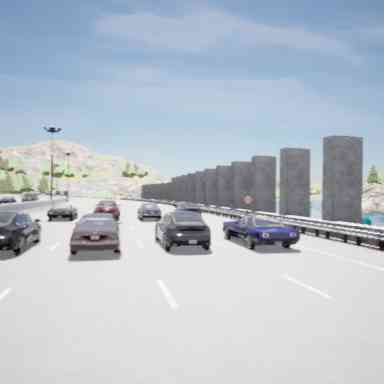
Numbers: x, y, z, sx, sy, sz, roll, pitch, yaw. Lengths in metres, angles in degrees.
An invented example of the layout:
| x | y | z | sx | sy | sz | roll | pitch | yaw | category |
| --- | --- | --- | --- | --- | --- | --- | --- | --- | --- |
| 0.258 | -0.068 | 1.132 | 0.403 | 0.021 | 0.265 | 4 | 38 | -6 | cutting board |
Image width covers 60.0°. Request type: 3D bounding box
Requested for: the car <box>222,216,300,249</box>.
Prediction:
| x | y | z | sx | sy | sz | roll | pitch | yaw | category |
| --- | --- | --- | --- | --- | --- | --- | --- | --- | --- |
| 2.934 | 1.752 | 15.380 | 1.895 | 1.301 | 4.718 | 1 | 0 | -13 | car |

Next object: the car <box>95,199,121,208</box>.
| x | y | z | sx | sy | sz | roll | pitch | yaw | category |
| --- | --- | --- | --- | --- | --- | --- | --- | --- | --- |
| -7.149 | 1.442 | 28.256 | 2.097 | 1.767 | 4.553 | 1 | -1 | -13 | car |

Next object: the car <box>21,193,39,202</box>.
| x | y | z | sx | sy | sz | roll | pitch | yaw | category |
| --- | --- | --- | --- | --- | --- | --- | --- | --- | --- |
| -29.363 | 1.219 | 60.473 | 2.150 | 2.045 | 5.566 | 1 | 0 | -15 | car |

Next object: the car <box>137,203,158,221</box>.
| x | y | z | sx | sy | sz | roll | pitch | yaw | category |
| --- | --- | --- | --- | --- | --- | --- | --- | --- | --- |
| -3.717 | 1.695 | 28.925 | 2.033 | 1.411 | 5.357 | 1 | 0 | -13 | car |

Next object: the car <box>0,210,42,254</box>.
| x | y | z | sx | sy | sz | roll | pitch | yaw | category |
| --- | --- | --- | --- | --- | --- | --- | --- | --- | --- |
| -7.325 | 1.492 | 13.162 | 1.837 | 1.490 | 4.892 | 1 | 0 | -13 | car |

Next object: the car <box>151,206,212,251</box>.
| x | y | z | sx | sy | sz | roll | pitch | yaw | category |
| --- | --- | --- | --- | --- | --- | --- | --- | --- | --- |
| -0.512 | 1.604 | 14.767 | 1.837 | 1.490 | 4.892 | 1 | 0 | -13 | car |

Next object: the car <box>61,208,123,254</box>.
| x | y | z | sx | sy | sz | roll | pitch | yaw | category |
| --- | --- | --- | --- | --- | --- | --- | --- | --- | --- |
| -3.849 | 1.586 | 13.650 | 2.033 | 1.411 | 5.357 | 1 | 0 | -13 | car |

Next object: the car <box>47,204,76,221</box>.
| x | y | z | sx | sy | sz | roll | pitch | yaw | category |
| --- | --- | --- | --- | --- | --- | --- | --- | --- | --- |
| -10.574 | 1.637 | 27.514 | 1.895 | 1.301 | 4.718 | 1 | 0 | -13 | car |

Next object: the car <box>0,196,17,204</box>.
| x | y | z | sx | sy | sz | roll | pitch | yaw | category |
| --- | --- | --- | --- | --- | --- | --- | --- | --- | --- |
| -32.584 | 1.483 | 59.045 | 2.033 | 1.411 | 5.357 | 1 | 0 | -15 | car |

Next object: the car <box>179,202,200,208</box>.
| x | y | z | sx | sy | sz | roll | pitch | yaw | category |
| --- | --- | --- | --- | --- | --- | --- | --- | --- | --- |
| -0.370 | 1.712 | 30.006 | 1.837 | 1.490 | 4.892 | 1 | 0 | -12 | car |
